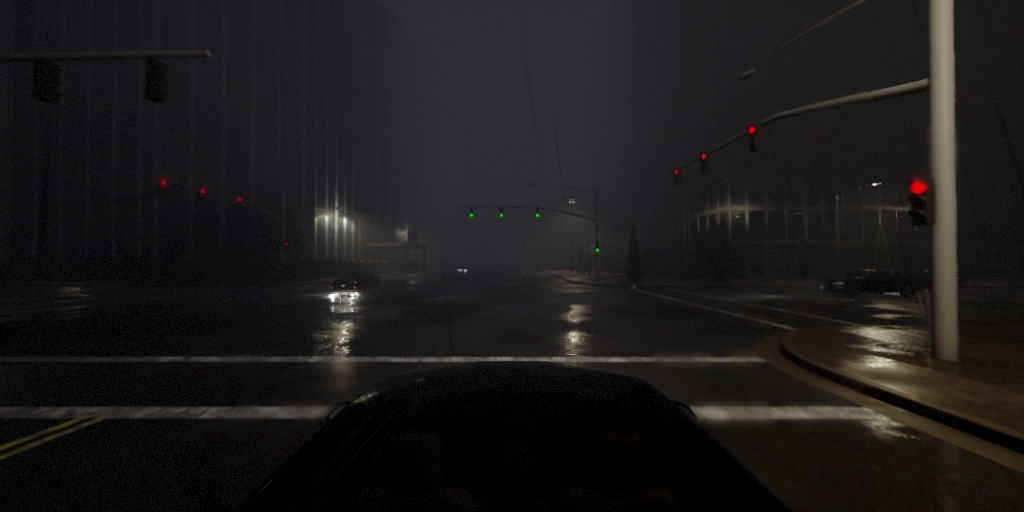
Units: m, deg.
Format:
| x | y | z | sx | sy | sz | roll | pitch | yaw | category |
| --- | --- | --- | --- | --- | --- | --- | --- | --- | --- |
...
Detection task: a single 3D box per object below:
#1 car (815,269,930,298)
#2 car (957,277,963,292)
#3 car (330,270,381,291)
| x | y | z | sx | sy | sz | roll | pitch | yaw | category |
| --- | --- | --- | --- | --- | --- | --- | --- | --- | --- |
| 19.574 | 1.462 | 19.803 | 4.902 | 1.511 | 2.128 | 0 | -1 | 1 | car |
| 26.199 | 1.580 | 23.233 | 4.181 | 1.385 | 1.994 | 0 | -1 | 1 | car |
| -10.498 | 1.650 | 24.269 | 1.994 | 1.385 | 4.181 | 0 | 0 | 0 | car |
